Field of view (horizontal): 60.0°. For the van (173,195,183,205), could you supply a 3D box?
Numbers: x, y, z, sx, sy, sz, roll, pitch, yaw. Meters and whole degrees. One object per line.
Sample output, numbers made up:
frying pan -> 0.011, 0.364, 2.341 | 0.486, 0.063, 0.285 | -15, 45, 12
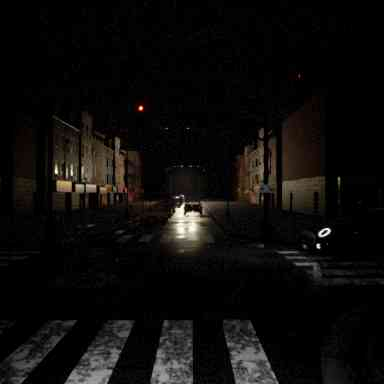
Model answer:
van -> -2.585, 1.446, 63.275 | 1.690, 1.788, 3.998 | 0, 0, 0

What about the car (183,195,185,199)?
car -> -2.594, 1.514, 52.063 | 1.967, 1.590, 4.097 | 0, 0, 0

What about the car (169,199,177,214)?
car -> -2.612, 1.570, 29.642 | 1.887, 1.381, 4.507 | 0, 0, 0

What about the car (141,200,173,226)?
car -> -2.616, 1.542, 23.867 | 1.752, 1.417, 4.829 | 0, 0, 0

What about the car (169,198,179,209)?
car -> -2.608, 1.617, 35.247 | 1.802, 1.307, 4.206 | 0, 0, 0

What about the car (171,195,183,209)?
car -> -2.599, 1.500, 46.458 | 1.967, 1.590, 4.097 | 0, 0, 0

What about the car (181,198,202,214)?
car -> 0.109, 1.636, 35.709 | 1.895, 1.301, 4.718 | 0, 0, 0

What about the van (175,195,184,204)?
van -> -2.581, 1.463, 68.880 | 1.690, 1.788, 3.998 | 0, 0, 0

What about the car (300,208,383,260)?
car -> 6.276, 1.351, 11.848 | 4.553, 1.767, 2.097 | 0, 0, 0
